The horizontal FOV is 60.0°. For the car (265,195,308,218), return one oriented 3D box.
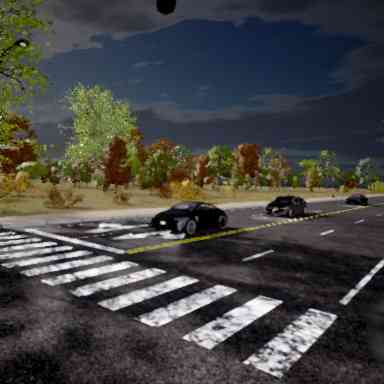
[{"bbox_3d":[7.226,1.023,25.200,1.837,1.490,4.892,3,2,38],"label":"car"}]

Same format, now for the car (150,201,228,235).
[{"bbox_3d":[-0.035,1.143,15.999,1.994,1.385,4.181,3,2,38],"label":"car"}]

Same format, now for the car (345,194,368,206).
[{"bbox_3d":[21.318,0.950,42.928,2.033,1.411,5.357,3,2,38],"label":"car"}]
